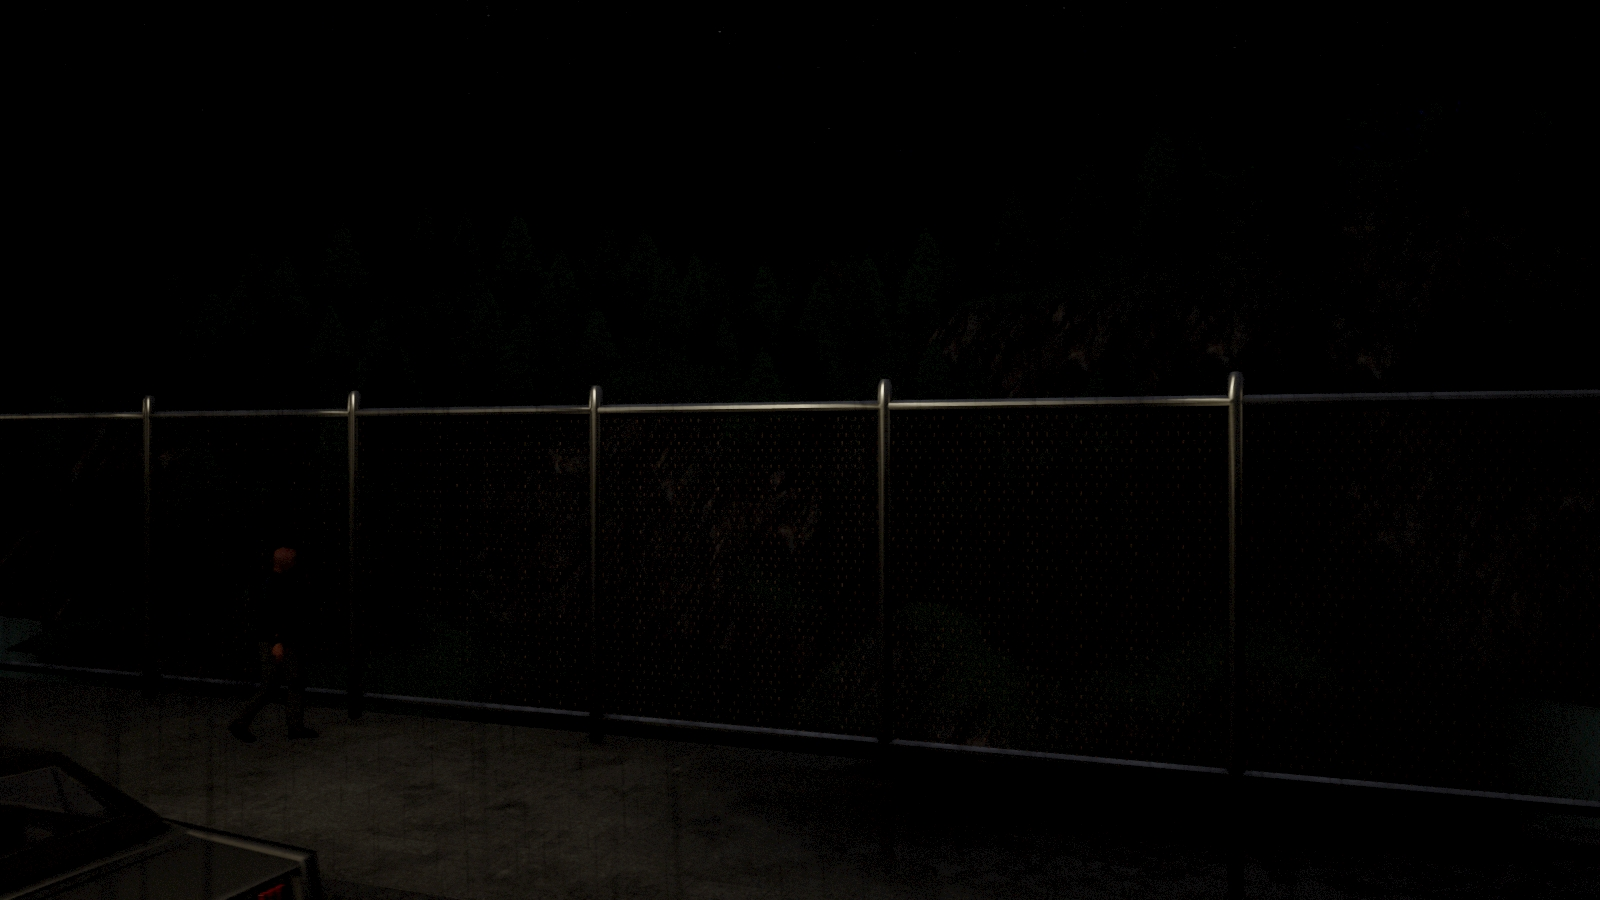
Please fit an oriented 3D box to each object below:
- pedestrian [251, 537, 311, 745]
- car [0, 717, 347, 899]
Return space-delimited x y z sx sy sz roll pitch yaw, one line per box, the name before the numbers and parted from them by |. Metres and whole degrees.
pedestrian | -4.789 1.745 10.553 0.375 1.860 0.375 0 0 0
car | -4.765 2.155 5.524 4.718 1.301 1.895 0 0 20
